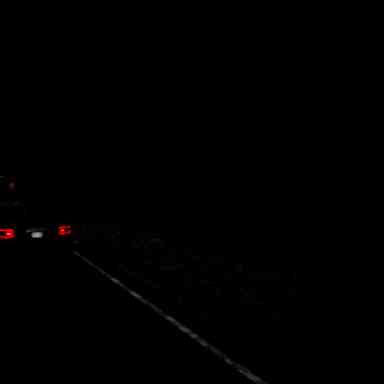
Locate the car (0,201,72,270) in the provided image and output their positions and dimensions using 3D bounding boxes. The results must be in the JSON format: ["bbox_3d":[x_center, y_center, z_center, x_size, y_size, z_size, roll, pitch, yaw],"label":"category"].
[{"bbox_3d":[-5.839,1.351,11.955,2.150,2.045,5.566,0,0,-30],"label":"car"}]
